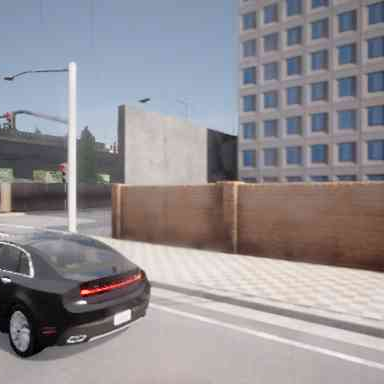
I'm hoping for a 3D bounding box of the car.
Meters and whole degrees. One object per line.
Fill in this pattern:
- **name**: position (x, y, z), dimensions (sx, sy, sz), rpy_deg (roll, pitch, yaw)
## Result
- **car**: position (-2.932, 1.501, 6.055), dimensions (4.892, 1.490, 1.837), rpy_deg (0, 0, 36)
